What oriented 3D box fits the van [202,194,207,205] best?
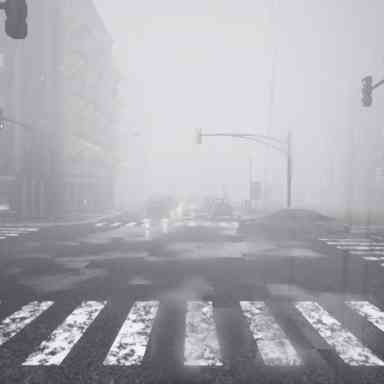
[{"bbox_3d":[2.667,1.293,46.924,1.690,1.788,3.998,-1,0,0],"label":"van"}]

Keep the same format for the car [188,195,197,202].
[{"bbox_3d":[0.054,1.408,71.093,1.837,1.490,4.892,0,0,0],"label":"car"}]

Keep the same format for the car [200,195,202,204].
[{"bbox_3d":[2.672,1.488,52.570,1.887,1.381,4.507,-1,0,0],"label":"car"}]

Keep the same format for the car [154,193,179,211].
[{"bbox_3d":[-3.070,1.313,40.532,2.097,1.767,4.553,0,0,0],"label":"car"}]

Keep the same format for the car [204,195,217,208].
[{"bbox_3d":[2.663,1.408,35.632,1.967,1.590,4.097,-1,0,0],"label":"car"}]

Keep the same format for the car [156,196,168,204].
[{"bbox_3d":[-5.670,1.467,63.833,1.887,1.381,4.507,-1,0,0],"label":"car"}]

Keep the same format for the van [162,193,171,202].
[{"bbox_3d":[-5.667,1.239,75.126,1.690,1.788,3.998,-1,0,0],"label":"van"}]

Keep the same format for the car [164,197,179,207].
[{"bbox_3d":[-3.053,1.511,50.497,1.994,1.385,4.181,0,0,0],"label":"car"}]

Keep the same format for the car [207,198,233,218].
[{"bbox_3d":[2.661,1.520,29.987,1.887,1.381,4.507,-1,0,0],"label":"car"}]

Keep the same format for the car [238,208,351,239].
[{"bbox_3d":[5.108,1.537,16.993,5.357,1.411,2.033,0,0,20],"label":"car"}]

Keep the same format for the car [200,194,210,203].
[{"bbox_3d":[2.685,1.351,69.507,1.967,1.590,4.097,-1,0,0],"label":"car"}]

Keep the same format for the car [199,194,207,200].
[{"bbox_3d":[2.724,1.309,86.445,1.967,1.590,4.097,-1,0,0],"label":"car"}]

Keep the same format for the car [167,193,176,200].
[{"bbox_3d":[-5.658,1.169,92.065,2.192,1.841,5.009,-1,0,0],"label":"car"}]

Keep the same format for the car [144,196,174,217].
[{"bbox_3d":[-3.080,1.452,31.217,1.882,1.535,5.008,0,0,0],"label":"car"}]

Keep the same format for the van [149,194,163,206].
[{"bbox_3d":[-5.678,1.284,52.541,1.690,1.788,3.998,-1,0,0],"label":"van"}]

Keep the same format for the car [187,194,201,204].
[{"bbox_3d":[0.135,1.279,61.396,2.097,1.767,4.553,0,0,0],"label":"car"}]
